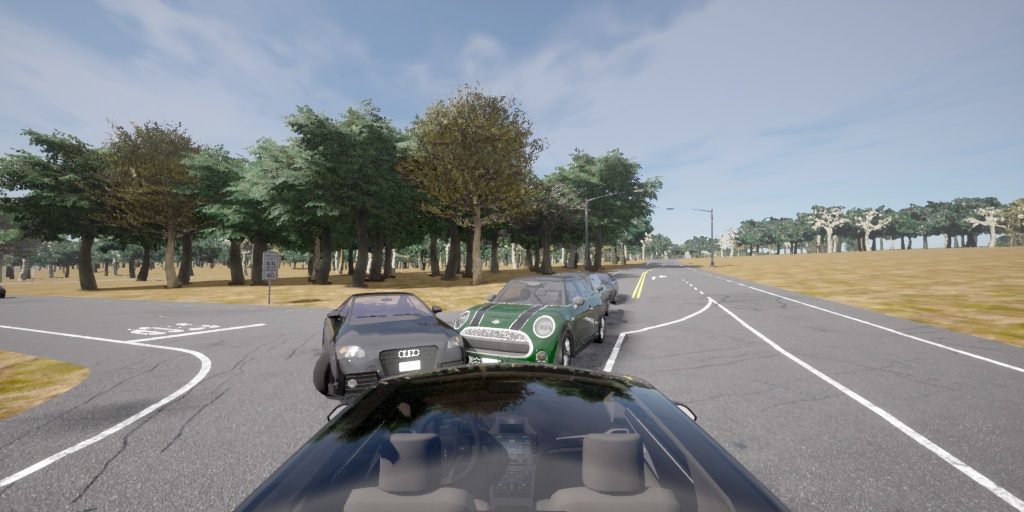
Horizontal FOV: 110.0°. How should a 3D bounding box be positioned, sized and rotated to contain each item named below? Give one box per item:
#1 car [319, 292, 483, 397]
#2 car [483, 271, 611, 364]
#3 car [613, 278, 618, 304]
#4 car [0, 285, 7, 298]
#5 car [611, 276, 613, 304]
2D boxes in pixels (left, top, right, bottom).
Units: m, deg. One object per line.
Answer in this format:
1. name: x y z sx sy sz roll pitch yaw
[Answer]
1. car: -2.355 1.376 6.633 1.994 1.385 4.181 1 -2 -29
2. car: 0.616 1.218 7.838 2.097 1.767 4.553 -1 -2 26
3. car: 4.216 1.509 17.878 1.994 1.385 4.181 -1 0 19
4. car: -40.862 2.563 27.396 4.181 1.385 1.994 -2 -3 22
5. car: 2.022 1.344 12.151 2.097 1.767 4.553 -1 -1 21
